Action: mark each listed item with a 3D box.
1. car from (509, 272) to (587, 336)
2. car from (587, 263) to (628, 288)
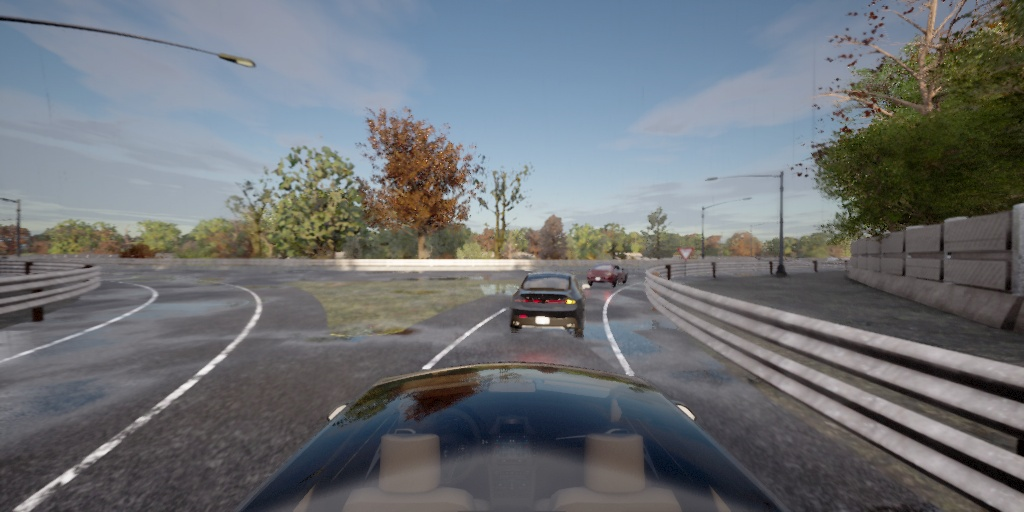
[{"bbox_3d":[1.166,1.210,10.441,1.837,1.490,4.892,0,0,11],"label":"car"},{"bbox_3d":[6.257,1.181,23.502,1.812,1.442,4.674,0,0,29],"label":"car"}]
